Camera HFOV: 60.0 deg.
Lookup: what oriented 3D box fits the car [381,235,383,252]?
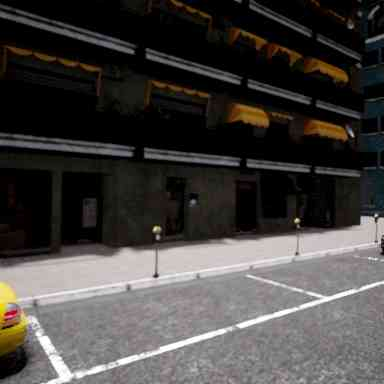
[{"bbox_3d":[9.215,1.729,13.128,4.313,1.339,1.947,1,0,-36],"label":"car"}]

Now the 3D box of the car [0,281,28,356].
[{"bbox_3d":[-4.409,1.507,3.405,4.829,1.417,1.752,1,0,-36],"label":"car"}]
